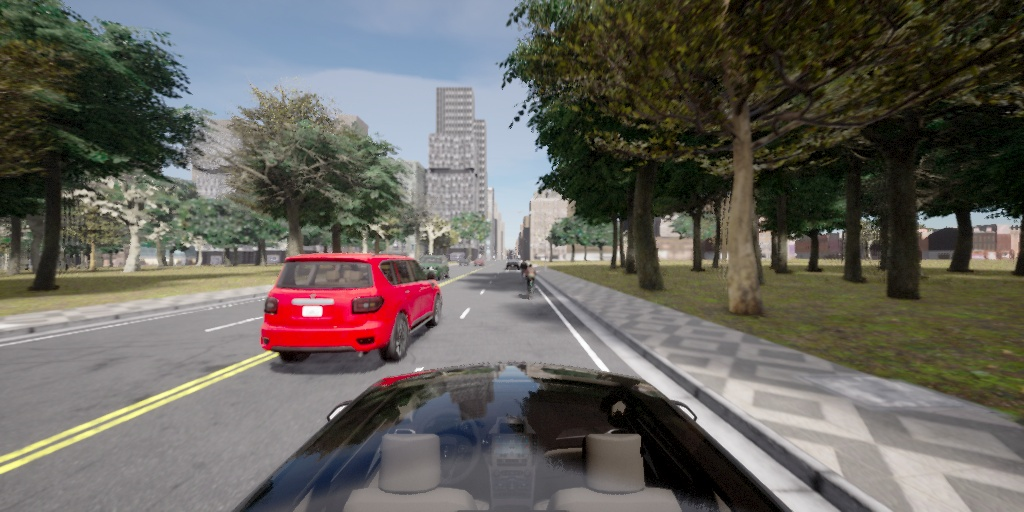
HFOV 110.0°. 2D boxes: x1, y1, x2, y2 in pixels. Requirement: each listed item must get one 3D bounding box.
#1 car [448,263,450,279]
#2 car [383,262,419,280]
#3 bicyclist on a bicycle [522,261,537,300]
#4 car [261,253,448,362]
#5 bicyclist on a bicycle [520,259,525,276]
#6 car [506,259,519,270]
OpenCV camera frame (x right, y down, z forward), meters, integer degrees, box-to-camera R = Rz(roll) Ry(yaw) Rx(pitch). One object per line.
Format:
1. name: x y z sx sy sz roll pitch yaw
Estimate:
1. car: -6.597 0.965 29.821 2.150 2.045 5.566 0 0 0
2. car: -9.846 1.308 32.147 1.994 1.385 4.181 0 0 0
3. bicyclist on a bicycle: 0.892 1.195 16.774 0.582 1.620 1.656 0 0 0
4. car: -3.151 0.966 8.343 2.150 2.045 5.566 0 0 0
5. bicyclist on a bicycle: 0.891 1.112 27.005 0.659 1.776 1.843 0 0 0
6. car: 0.092 1.252 54.449 1.882 1.535 5.008 0 0 0
